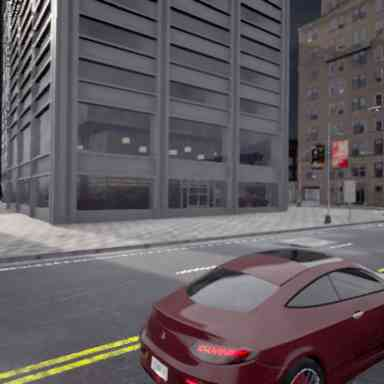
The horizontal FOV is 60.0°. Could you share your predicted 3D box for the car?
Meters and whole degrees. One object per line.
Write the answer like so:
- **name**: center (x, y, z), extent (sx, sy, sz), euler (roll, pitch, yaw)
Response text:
- **car**: center (1.562, 1.532, 4.554), extent (4.674, 1.442, 1.812), euler (0, 0, -35)
